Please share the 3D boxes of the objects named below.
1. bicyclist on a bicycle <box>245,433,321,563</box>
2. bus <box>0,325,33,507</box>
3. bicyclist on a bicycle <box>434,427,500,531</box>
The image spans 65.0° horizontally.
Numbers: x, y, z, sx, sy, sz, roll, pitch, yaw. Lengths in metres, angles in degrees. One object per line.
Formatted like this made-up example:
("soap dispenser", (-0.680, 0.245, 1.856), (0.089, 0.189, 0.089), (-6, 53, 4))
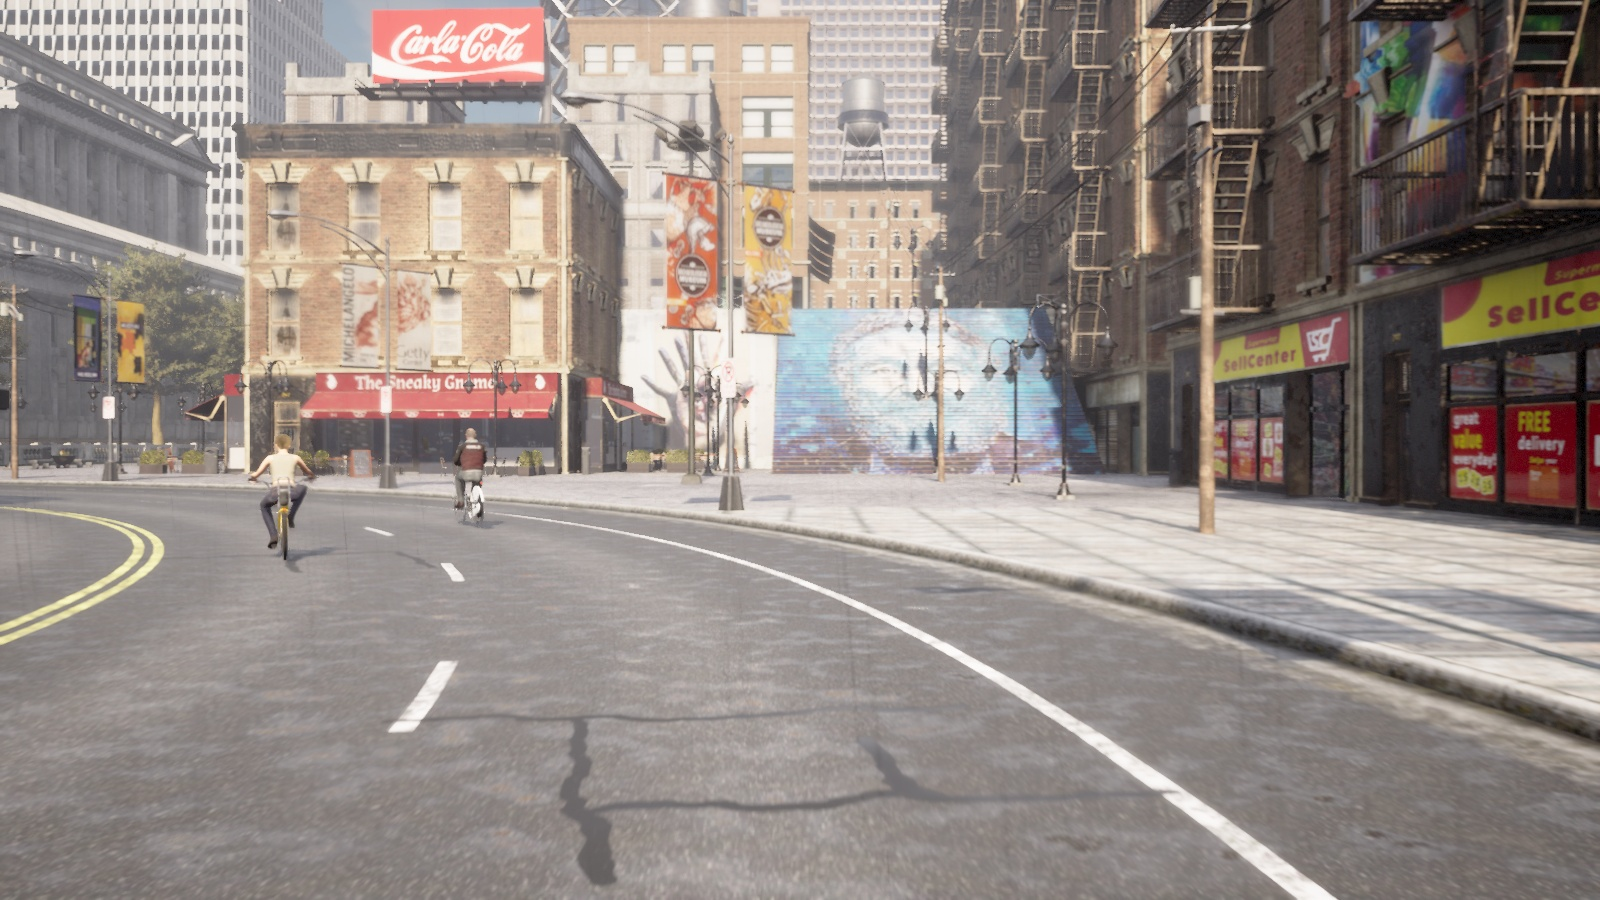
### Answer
("bicyclist on a bicycle", (-6.806, 0.586, 16.492), (0.866, 1.612, 1.509), (-1, 1, -23))
("bus", (-23.773, -0.817, 30.902), (10.273, 4.253, 3.944), (0, 0, 30))
("bicyclist on a bicycle", (-5.967, 0.487, 22.457), (0.659, 1.776, 1.843), (-1, 1, -30))
